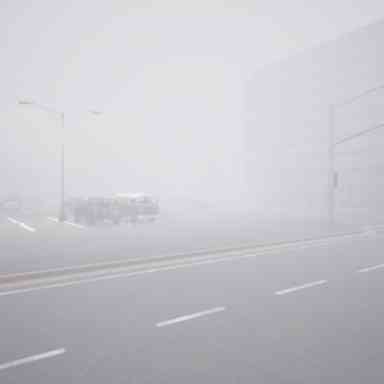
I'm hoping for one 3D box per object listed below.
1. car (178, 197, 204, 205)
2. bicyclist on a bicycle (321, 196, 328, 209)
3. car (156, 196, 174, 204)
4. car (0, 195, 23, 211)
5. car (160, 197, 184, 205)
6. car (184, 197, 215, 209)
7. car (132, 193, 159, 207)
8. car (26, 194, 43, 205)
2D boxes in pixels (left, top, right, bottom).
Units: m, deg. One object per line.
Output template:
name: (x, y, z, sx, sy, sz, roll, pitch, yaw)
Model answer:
car: (-0.252, 1.611, 61.395, 2.033, 1.411, 5.357, 0, 0, -35)
bicyclist on a bicycle: (17.272, 1.367, 43.273, 1.656, 1.620, 0.582, 0, 0, -35)
car: (-5.663, 1.631, 68.943, 1.994, 1.385, 4.181, 0, 0, -35)
car: (-21.062, 1.451, 38.414, 1.970, 1.475, 3.806, 0, 0, -35)
car: (-3.141, 1.554, 59.417, 2.128, 1.511, 4.902, 0, 0, -35)
car: (1.323, 1.588, 46.817, 1.812, 1.442, 4.674, 0, 0, -35)
car: (-8.502, 1.336, 60.839, 2.097, 1.767, 4.553, 0, 0, -35)
car: (-26.493, 1.210, 55.880, 1.932, 1.855, 4.605, 0, 0, -35)
